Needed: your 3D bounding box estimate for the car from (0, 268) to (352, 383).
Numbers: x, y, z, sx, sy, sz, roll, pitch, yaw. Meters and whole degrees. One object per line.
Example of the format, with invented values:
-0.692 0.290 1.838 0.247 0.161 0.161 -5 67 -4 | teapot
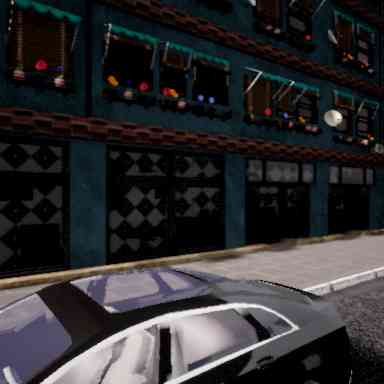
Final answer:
-0.727 1.489 2.550 4.902 1.511 2.128 0 0 -35 | car
